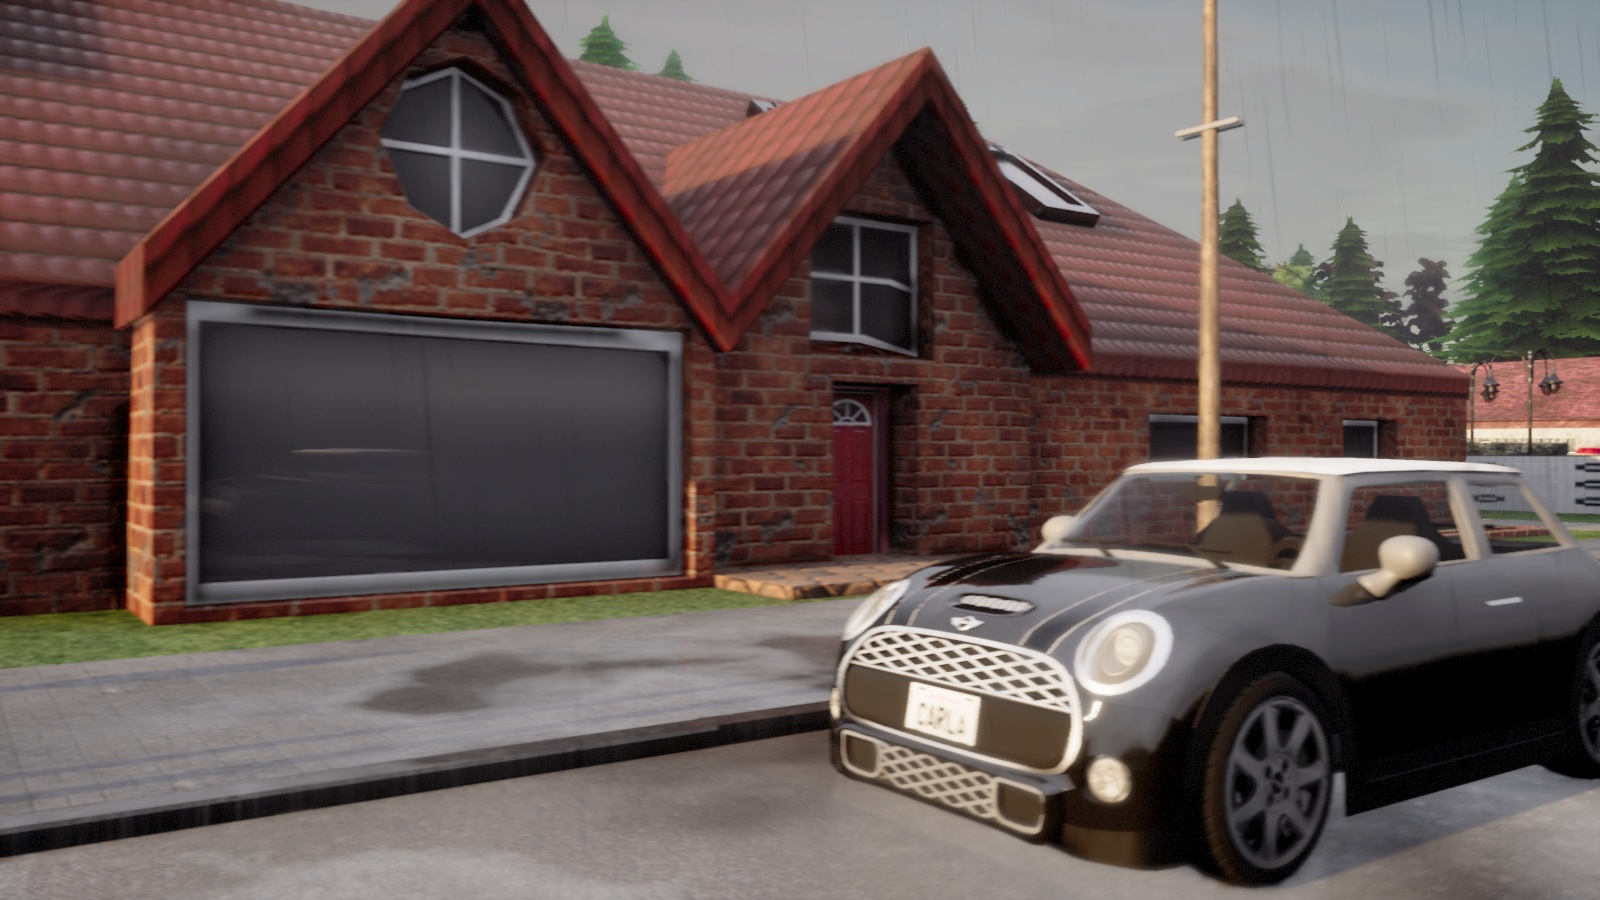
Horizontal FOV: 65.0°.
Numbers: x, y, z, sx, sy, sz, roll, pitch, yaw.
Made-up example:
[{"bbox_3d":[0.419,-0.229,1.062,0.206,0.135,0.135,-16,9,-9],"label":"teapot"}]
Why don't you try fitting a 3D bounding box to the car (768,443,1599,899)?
[{"bbox_3d":[1.990,0.720,5.642,3.806,1.475,1.970,0,0,-34],"label":"car"}]
